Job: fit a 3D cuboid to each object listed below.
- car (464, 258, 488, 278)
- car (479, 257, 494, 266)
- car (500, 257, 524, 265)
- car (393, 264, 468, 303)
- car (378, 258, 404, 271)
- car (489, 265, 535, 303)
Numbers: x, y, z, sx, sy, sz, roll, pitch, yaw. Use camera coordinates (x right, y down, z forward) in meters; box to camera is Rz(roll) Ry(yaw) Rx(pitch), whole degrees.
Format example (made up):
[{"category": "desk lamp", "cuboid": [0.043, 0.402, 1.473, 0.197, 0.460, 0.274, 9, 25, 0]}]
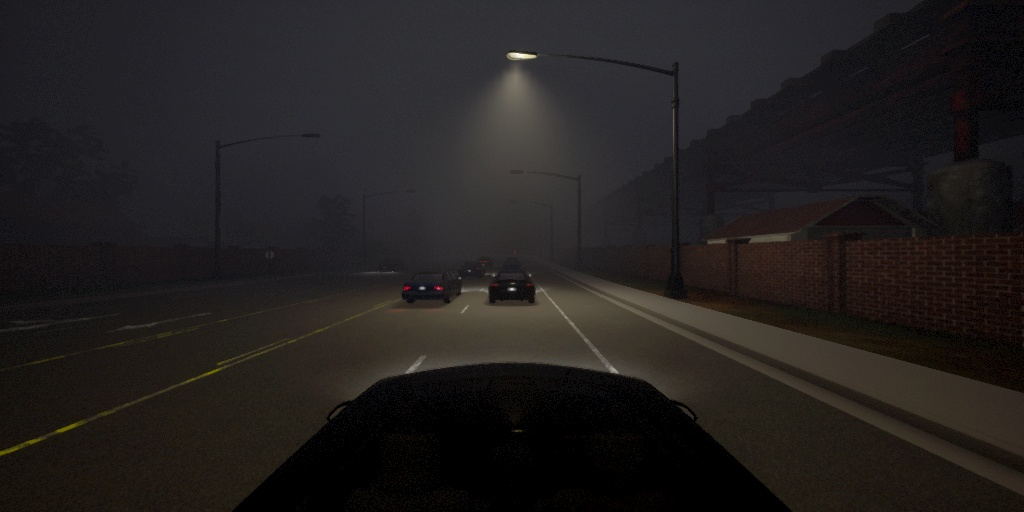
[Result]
[{"category": "car", "cuboid": [-3.500, 1.163, 31.490, 1.994, 1.385, 4.181, 0, 1, 0]}, {"category": "car", "cuboid": [-3.500, 0.803, 46.685, 1.837, 1.490, 4.892, 0, 1, 0]}, {"category": "car", "cuboid": [0.000, 1.075, 31.489, 1.882, 1.535, 5.008, 0, 1, 0]}, {"category": "car", "cuboid": [-3.500, 1.300, 16.497, 2.033, 1.411, 5.357, 0, 0, 0]}, {"category": "car", "cuboid": [-14.000, 0.957, 41.686, 1.837, 1.490, 4.892, 0, 1, 0]}, {"category": "car", "cuboid": [0.000, 1.309, 16.497, 1.994, 1.385, 4.181, 0, 0, 0]}]
